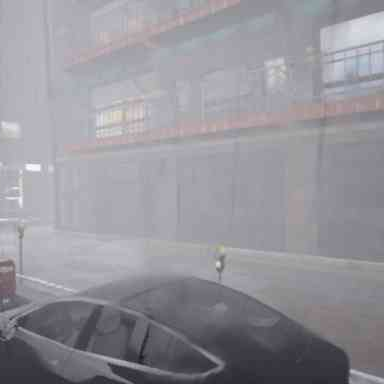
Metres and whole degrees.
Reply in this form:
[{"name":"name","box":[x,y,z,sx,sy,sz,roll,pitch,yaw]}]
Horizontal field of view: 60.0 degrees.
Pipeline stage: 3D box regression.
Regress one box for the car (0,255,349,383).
[{"name":"car","box":[-0.677,1.555,3.452,4.313,1.339,1.947,0,-1,36]}]
